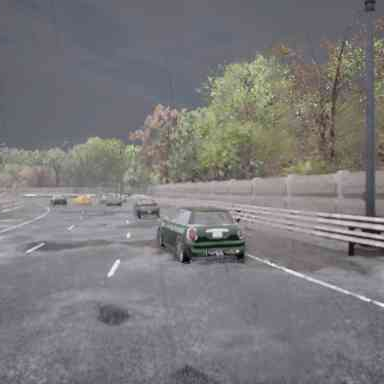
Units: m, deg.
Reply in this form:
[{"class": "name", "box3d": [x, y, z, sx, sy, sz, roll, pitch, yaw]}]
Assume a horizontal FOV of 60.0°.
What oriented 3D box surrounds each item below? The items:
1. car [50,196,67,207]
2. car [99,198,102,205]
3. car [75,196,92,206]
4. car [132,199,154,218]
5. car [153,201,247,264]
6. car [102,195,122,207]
[{"class": "car", "box3d": [-19.948, 1.325, 49.752, 1.882, 1.535, 5.008, 0, 1, -30]}, {"class": "car", "box3d": [-13.276, 1.310, 52.327, 1.837, 1.490, 4.892, 0, 1, -30]}, {"class": "car", "box3d": [-16.753, 1.303, 51.214, 1.882, 1.535, 5.008, 0, 1, -30]}, {"class": "car", "box3d": [-3.993, 1.369, 28.551, 2.128, 1.511, 4.902, 0, 0, -16]}, {"class": "car", "box3d": [0.154, 1.292, 11.983, 2.097, 1.767, 4.553, 0, 0, -17]}, {"class": "car", "box3d": [-11.334, 1.380, 48.031, 1.994, 1.385, 4.181, 0, 0, -20]}]
